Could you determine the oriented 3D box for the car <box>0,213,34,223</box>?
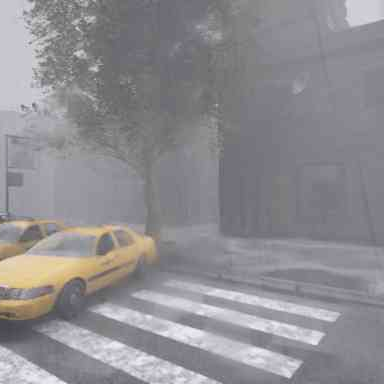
[{"bbox_3d":[-4.945,1.486,9.414,1.946,1.575,5.366,0,-1,16],"label":"car"}]

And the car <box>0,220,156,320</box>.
[{"bbox_3d":[-2.504,1.484,7.668,1.946,1.575,5.366,1,-1,16],"label":"car"}]
